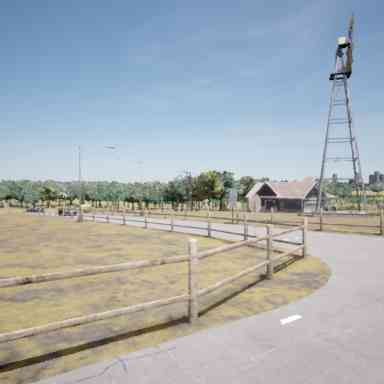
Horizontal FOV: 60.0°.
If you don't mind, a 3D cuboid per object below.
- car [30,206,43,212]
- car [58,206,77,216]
[{"bbox_3d":[-36.902,4.173,80.075,2.097,1.767,4.553,0,-3,-36],"label":"car"},{"bbox_3d":[-18.713,2.796,49.932,2.128,1.511,4.902,0,-2,-36],"label":"car"}]
